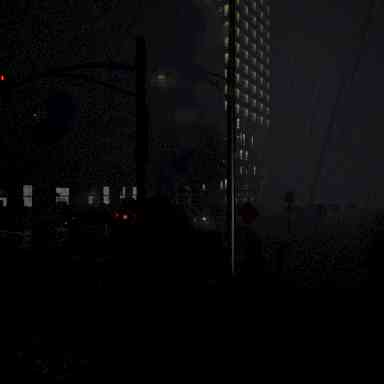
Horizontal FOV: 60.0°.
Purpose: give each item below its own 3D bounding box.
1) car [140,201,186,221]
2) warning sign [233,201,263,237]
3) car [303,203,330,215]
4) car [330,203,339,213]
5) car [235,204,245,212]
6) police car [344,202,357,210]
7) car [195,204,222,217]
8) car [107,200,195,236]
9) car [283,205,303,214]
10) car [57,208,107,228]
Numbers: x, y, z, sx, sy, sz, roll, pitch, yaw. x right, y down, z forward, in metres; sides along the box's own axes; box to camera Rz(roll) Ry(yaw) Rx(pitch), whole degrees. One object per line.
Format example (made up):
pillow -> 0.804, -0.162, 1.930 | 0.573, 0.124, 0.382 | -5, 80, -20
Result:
car -> -2.778, 1.835, 32.872 | 2.097, 1.767, 4.553 | 0, -1, 33
warning sign -> 3.127, 1.454, 18.539 | 1.300, 1.860, 1.060 | 1, 1, 33
car -> 16.985, 2.376, 45.225 | 1.837, 1.490, 4.892 | 0, -1, 33
car -> 22.513, 2.529, 53.841 | 1.882, 1.535, 5.008 | 0, -1, 33
car -> 7.506, 2.386, 48.798 | 1.994, 1.385, 4.181 | 0, -1, 34
police car -> 31.471, 2.738, 65.848 | 1.930, 1.638, 5.238 | 0, -1, 33
car -> 2.078, 2.169, 40.421 | 1.812, 1.442, 4.674 | 0, -1, 33
car -> -2.358, 1.536, 20.902 | 2.150, 2.045, 5.566 | 0, -1, 31
car -> 14.632, 2.481, 47.575 | 1.895, 1.301, 4.718 | 0, -1, 33
car -> -7.692, 1.921, 25.228 | 1.895, 1.301, 4.718 | 0, -1, 33
